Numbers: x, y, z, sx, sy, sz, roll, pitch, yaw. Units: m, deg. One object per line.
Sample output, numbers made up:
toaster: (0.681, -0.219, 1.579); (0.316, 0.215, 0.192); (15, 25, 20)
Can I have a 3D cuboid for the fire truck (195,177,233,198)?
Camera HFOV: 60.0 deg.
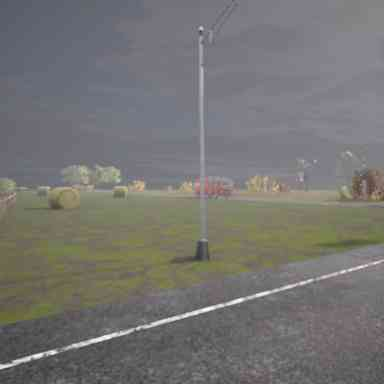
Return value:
fire truck: (3.939, -0.859, 61.286); (2.891, 3.827, 8.468); (1, 1, -32)
